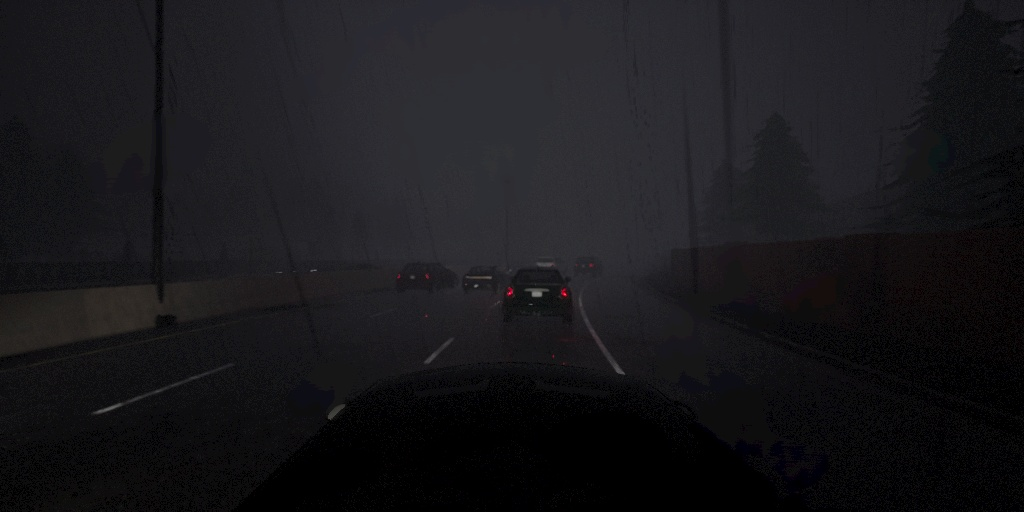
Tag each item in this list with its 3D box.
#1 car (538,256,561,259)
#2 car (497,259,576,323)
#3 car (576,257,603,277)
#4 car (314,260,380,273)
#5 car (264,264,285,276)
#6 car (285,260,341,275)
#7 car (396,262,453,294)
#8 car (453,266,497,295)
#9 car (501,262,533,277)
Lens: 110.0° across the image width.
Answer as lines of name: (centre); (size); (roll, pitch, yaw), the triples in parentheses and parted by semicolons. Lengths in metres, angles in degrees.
car: (4.128, 1.066, 37.224); (2.150, 2.045, 5.566); (0, 0, 23)
car: (0.978, 1.129, 12.474); (2.097, 1.767, 4.553); (0, 0, 7)
car: (8.061, 1.085, 37.476); (2.150, 2.045, 5.566); (0, 0, 24)
car: (-11.069, 1.252, 25.143); (1.837, 1.490, 4.892); (0, 0, 14)
car: (-17.328, 1.218, 28.830); (2.128, 1.511, 4.902); (0, 0, 15)
car: (-14.163, 1.089, 27.071); (2.097, 1.767, 4.553); (0, 0, 15)
car: (-4.725, 1.120, 20.577); (2.097, 1.767, 4.553); (0, 0, 11)
car: (-1.291, 1.274, 20.014); (2.128, 1.511, 4.902); (0, 0, 11)
car: (0.581, 1.393, 37.670); (1.994, 1.385, 4.181); (0, 0, 22)
